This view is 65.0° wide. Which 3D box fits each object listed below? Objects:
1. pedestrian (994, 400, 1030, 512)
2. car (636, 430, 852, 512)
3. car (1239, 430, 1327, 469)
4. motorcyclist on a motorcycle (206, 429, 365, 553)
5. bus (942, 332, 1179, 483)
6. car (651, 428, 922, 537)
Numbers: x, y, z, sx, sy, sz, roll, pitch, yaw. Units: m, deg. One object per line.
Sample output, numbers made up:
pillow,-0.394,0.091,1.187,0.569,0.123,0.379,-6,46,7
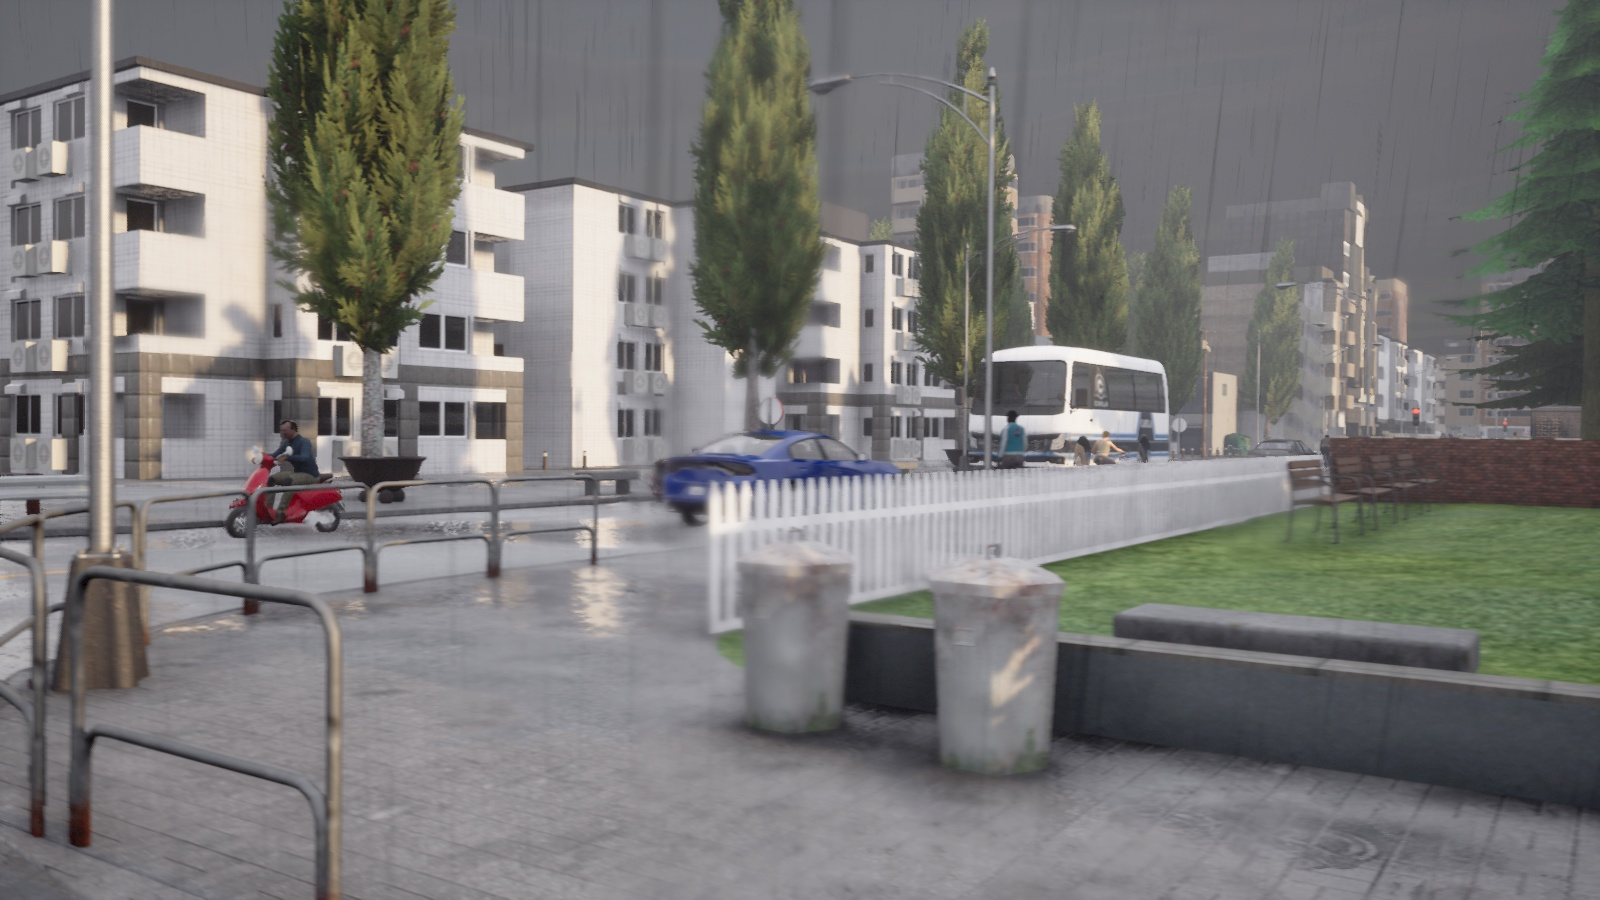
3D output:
pedestrian,3.696,0.101,21.945,0.396,1.930,0.692,-1,1,-11
car,-1.033,0.362,26.124,1.882,1.535,5.008,0,1,34
car,18.749,-0.054,48.565,2.033,1.411,5.357,0,1,34
motorcyclist on a motorcycle,-6.994,0.514,17.158,0.866,1.590,1.817,0,1,33
bus,8.749,-1.281,40.782,3.944,4.253,10.273,0,1,34
car,-0.057,0.431,20.405,1.882,1.535,5.008,0,1,34
